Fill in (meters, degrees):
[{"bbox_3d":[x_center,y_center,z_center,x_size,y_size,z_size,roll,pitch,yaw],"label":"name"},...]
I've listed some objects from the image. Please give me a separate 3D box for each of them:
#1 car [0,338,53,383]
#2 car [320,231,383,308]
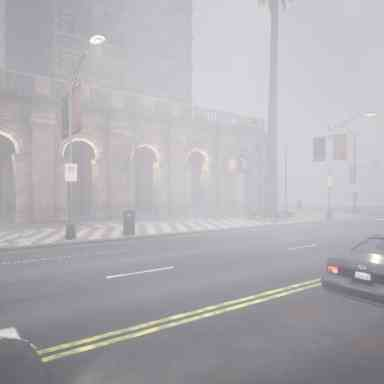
[{"bbox_3d":[-3.348,1.548,1.351,5.357,1.411,2.033,0,0,-36],"label":"car"},{"bbox_3d":[5.099,1.547,7.413,5.357,1.411,2.033,0,0,-35],"label":"car"}]
